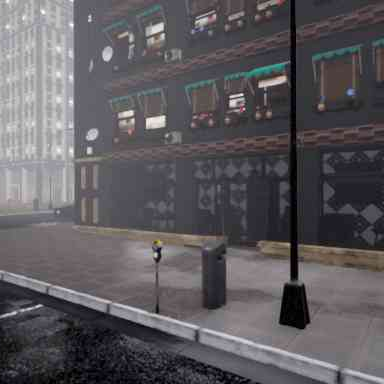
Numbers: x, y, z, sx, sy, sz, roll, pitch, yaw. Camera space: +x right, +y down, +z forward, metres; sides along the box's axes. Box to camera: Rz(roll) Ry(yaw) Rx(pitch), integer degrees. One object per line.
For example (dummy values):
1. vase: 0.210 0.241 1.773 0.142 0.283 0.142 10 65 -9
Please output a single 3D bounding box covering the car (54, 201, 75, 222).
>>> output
1. car: -7.286 1.275 22.788 1.947 1.339 4.313 1 1 35
